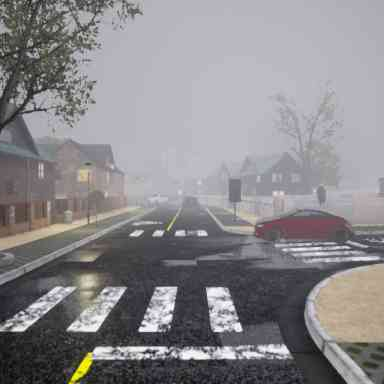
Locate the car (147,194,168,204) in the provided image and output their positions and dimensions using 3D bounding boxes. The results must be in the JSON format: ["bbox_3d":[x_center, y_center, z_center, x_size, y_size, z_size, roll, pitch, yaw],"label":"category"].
[{"bbox_3d":[-6.774,1.365,65.218,2.150,2.045,5.566,0,-1,-34],"label":"car"}]

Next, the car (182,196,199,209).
[{"bbox_3d":[-0.274,1.343,44.260,2.097,1.767,4.553,0,0,-4],"label":"car"}]

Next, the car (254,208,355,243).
[{"bbox_3d":[4.824,1.421,14.655,4.181,1.385,1.994,-2,0,11],"label":"car"}]
